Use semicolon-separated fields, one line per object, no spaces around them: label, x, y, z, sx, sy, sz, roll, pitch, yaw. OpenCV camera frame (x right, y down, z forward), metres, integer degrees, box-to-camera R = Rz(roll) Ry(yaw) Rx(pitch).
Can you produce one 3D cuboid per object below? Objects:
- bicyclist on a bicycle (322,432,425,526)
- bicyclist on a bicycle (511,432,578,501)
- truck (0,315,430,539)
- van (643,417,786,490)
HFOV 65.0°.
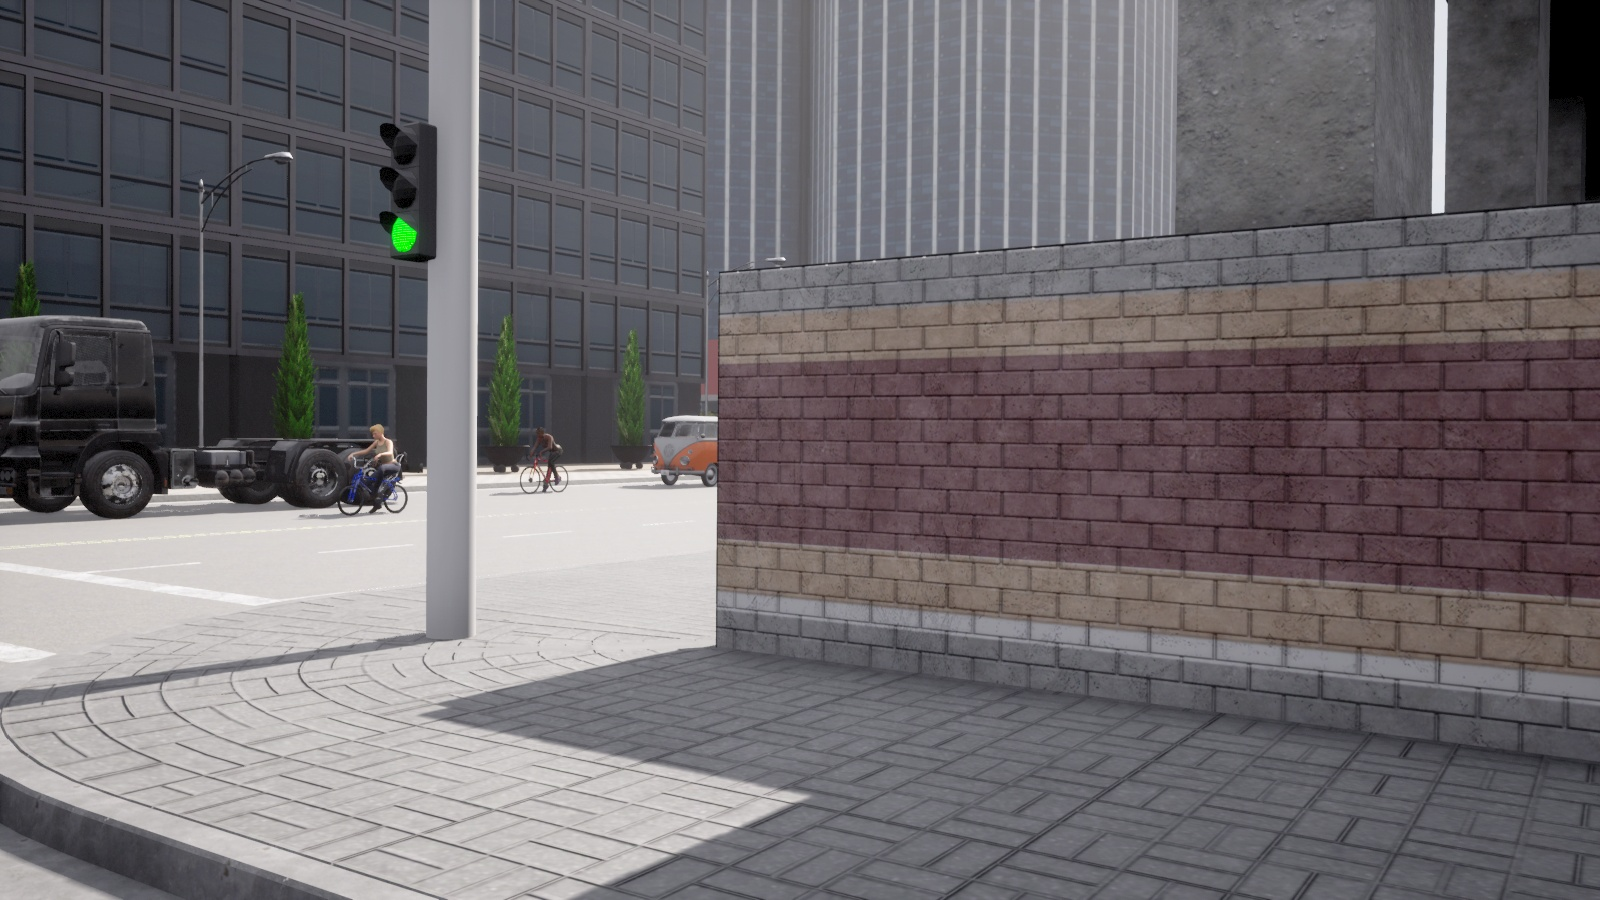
bicyclist on a bicycle;-7.596;0.486;22.398;0.866;1.612;1.509;0;1;34
bicyclist on a bicycle;-6.237;0.377;30.732;0.582;1.620;1.656;0;1;34
truck;-11.085;-0.415;23.489;2.891;3.462;7.936;0;1;34
van;-2.413;0.064;36.446;1.775;1.987;4.442;0;1;34
